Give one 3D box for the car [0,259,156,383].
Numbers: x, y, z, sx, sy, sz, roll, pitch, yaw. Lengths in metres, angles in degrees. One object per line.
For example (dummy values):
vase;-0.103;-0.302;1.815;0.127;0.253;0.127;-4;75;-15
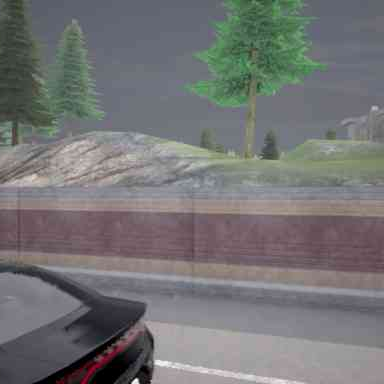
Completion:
car;-2.862;1.477;3.497;5.008;1.535;1.882;0;0;18
